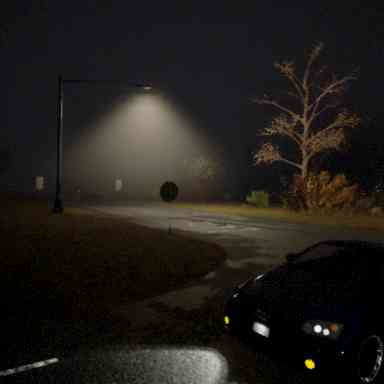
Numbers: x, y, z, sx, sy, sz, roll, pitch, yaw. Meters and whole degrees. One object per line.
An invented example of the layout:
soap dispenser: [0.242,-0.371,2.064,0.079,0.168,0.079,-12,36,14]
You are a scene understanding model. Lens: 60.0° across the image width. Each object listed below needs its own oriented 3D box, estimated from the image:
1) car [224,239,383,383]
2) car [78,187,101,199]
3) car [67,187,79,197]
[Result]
car: [2.547,1.513,5.310,4.181,1.385,1.994,-2,2,-33]
car: [-15.034,0.351,49.512,1.994,1.385,4.181,1,1,-33]
car: [-20.059,-0.089,57.194,2.097,1.767,4.553,1,1,-33]
